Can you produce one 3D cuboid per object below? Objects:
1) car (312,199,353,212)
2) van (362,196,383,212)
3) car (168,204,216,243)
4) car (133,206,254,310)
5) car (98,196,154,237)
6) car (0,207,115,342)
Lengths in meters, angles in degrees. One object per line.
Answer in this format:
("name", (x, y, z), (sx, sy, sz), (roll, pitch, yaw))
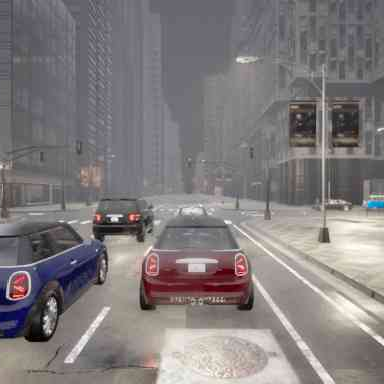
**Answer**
("car", (15.793, 1.513, 37.554), (4.403, 1.369, 2.008), (0, 0, 0))
("van", (21.411, 1.292, 37.542), (3.998, 1.788, 1.690), (0, 0, 0))
("car", (0.052, 1.491, 17.136), (2.128, 1.511, 4.902), (0, 0, 2))
("car", (0.082, 1.352, 7.949), (2.097, 1.767, 4.553), (0, 0, 0))
("car", (-3.186, 1.222, 16.341), (2.150, 2.045, 5.566), (0, 0, 0))
("car", (-3.165, 1.352, 6.629), (2.097, 1.767, 4.553), (0, 0, 0))
